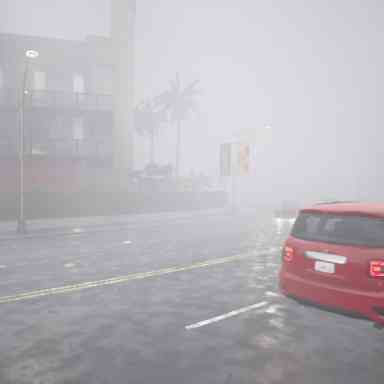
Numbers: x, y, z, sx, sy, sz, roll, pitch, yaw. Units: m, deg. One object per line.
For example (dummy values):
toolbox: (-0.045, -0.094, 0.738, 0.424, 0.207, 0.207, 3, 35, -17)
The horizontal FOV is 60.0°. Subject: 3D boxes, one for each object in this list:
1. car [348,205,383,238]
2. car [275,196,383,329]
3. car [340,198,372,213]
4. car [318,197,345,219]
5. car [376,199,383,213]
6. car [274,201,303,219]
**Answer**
car: (10.418, 1.540, 18.605, 2.033, 1.411, 5.357, 0, 0, 37)
car: (4.043, 1.221, 6.832, 5.566, 2.045, 2.150, 0, 0, -41)
car: (18.305, 1.461, 37.402, 1.882, 1.535, 5.008, 0, 0, 10)
car: (12.563, 1.337, 30.143, 2.097, 1.767, 4.553, 0, 0, 20)
car: (21.553, 1.513, 35.770, 1.812, 1.442, 4.674, 0, 0, 11)
car: (8.775, 1.548, 30.049, 1.994, 1.385, 4.181, 0, 0, 23)
